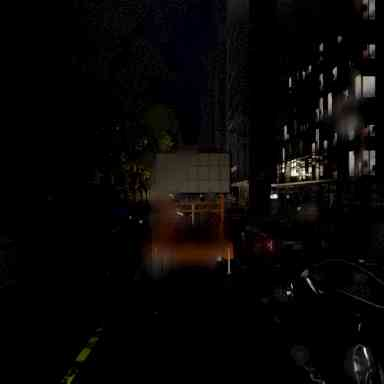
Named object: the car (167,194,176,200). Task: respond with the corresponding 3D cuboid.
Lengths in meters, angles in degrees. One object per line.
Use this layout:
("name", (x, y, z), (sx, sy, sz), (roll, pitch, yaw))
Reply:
("car", (-5.552, 1.379, 90.046), (2.008, 1.369, 4.403), (0, 0, 0))

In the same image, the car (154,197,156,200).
("car", (-5.629, 1.547, 38.900), (1.802, 1.307, 4.206), (0, 0, 0))

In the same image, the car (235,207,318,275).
("car", (2.709, 1.438, 10.464), (1.967, 1.590, 4.097), (0, 0, 0))

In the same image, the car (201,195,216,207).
("car", (2.769, 1.526, 50.237), (1.802, 1.307, 4.206), (0, 0, 0))

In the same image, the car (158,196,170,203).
("car", (-5.586, 1.452, 67.315), (2.008, 1.369, 4.403), (0, 0, 0))

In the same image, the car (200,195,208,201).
("car", (2.812, 1.432, 78.643), (1.947, 1.339, 4.313), (0, 0, 0))

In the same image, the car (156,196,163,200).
("car", (-5.603, 1.476, 55.948), (1.887, 1.381, 4.507), (0, 0, 0))

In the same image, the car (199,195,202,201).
("car", (2.795, 1.446, 67.281), (1.887, 1.381, 4.507), (0, 0, 0))

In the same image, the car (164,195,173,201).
("car", (-5.569, 1.392, 78.509), (1.752, 1.417, 4.829), (0, 0, 0))

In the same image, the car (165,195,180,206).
("car", (-2.924, 1.539, 52.716), (1.895, 1.301, 4.718), (0, 0, 0))

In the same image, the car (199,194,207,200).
("car", (2.828, 1.379, 90.007), (2.008, 1.369, 4.403), (0, 0, 0))

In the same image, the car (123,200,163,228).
("car", (-3.069, 1.515, 22.331), (1.812, 1.442, 4.674), (0, 0, 0))

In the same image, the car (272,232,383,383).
("car", (2.700, 1.566, 4.783), (1.947, 1.339, 4.313), (0, 0, 0))

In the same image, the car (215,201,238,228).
("car", (2.726, 1.515, 22.000), (1.752, 1.417, 4.829), (0, 0, 0))

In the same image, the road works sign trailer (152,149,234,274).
("road works sign trailer", (0.031, 0.462, 10.526), (2.380, 3.560, 2.880), (0, 0, 1))

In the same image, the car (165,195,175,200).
("car", (-5.560, 1.398, 84.363), (2.008, 1.369, 4.403), (0, 0, 0))

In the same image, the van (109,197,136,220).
("van", (-5.645, 1.324, 27.534), (1.690, 1.788, 3.998), (0, 0, 0))
